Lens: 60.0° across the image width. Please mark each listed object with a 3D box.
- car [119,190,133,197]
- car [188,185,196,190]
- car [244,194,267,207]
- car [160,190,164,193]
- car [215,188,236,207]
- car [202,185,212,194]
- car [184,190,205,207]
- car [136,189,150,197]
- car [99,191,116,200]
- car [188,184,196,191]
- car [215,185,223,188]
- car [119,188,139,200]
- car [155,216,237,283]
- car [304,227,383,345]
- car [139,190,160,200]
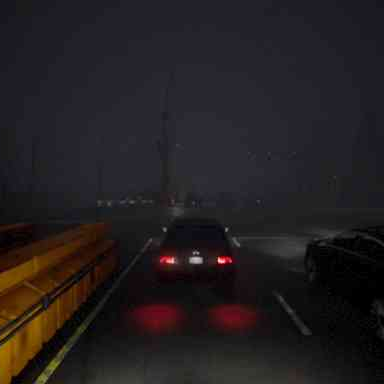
[{"bbox_3d":[-13.918,0.225,70.441,1.994,1.385,4.181,0,2,0],"label":"car"},{"bbox_3d":[0.057,-0.283,77.608,1.882,1.535,5.008,0,4,0],"label":"car"},{"bbox_3d":[7.178,0.924,37.901,1.994,1.385,4.181,0,1,0],"label":"car"},{"bbox_3d":[-6.918,0.215,70.451,2.033,1.411,5.357,0,2,0],"label":"car"},{"bbox_3d":[3.677,0.725,37.137,2.097,1.767,4.553,0,1,0],"label":"car"},{"bbox_3d":[3.556,-0.243,78.028,1.994,1.385,4.181,0,5,0],"label":"car"},{"bbox_3d":[0.178,0.871,37.535,1.837,1.490,4.892,0,1,0],"label":"car"},{"bbox_3d":[-10.420,0.187,71.013,2.033,1.411,5.357,0,2,0],"label":"car"},{"bbox_3d":[-13.953,0.579,54.962,1.837,1.490,4.892,0,1,0],"label":"car"},{"bbox_3d":[0.023,-1.167,87.619,1.994,1.385,4.181,0,8,0],"label":"car"},{"bbox_3d":[7.057,-0.261,77.634,1.837,1.490,4.892,0,4,0],"label":"car"},{"bbox_3d":[-10.453,0.293,55.180,2.150,2.045,5.566,0,1,0],"label":"car"},{"bbox_3d":[0.101,1.389,9.252,2.033,1.411,5.357,0,1,0],"label":"car"},{"bbox_3d":[3.580,1.387,6.070,2.128,1.511,4.902,0,1,0],"label":"car"},{"bbox_3d":[-6.952,0.622,54.900,2.033,1.411,5.357,0,1,1],"label":"car"}]
